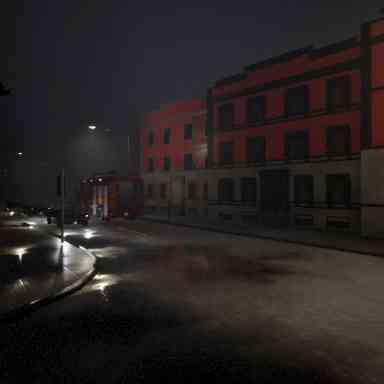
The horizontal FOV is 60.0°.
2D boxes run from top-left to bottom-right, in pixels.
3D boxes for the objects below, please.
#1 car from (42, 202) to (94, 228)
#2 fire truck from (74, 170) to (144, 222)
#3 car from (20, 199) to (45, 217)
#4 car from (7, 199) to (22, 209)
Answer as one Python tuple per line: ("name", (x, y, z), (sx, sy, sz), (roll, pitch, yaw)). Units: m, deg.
("car", (-8.495, 1.601, 22.519), (1.895, 1.301, 4.718), (0, 0, -34))
("fire truck", (-7.126, 0.342, 27.788), (2.891, 3.827, 8.468), (0, 0, -34))
("car", (-14.797, 1.601, 31.707), (1.895, 1.301, 4.718), (0, 0, -34))
("car", (-23.377, 1.601, 44.343), (1.895, 1.301, 4.718), (0, 0, -34))
